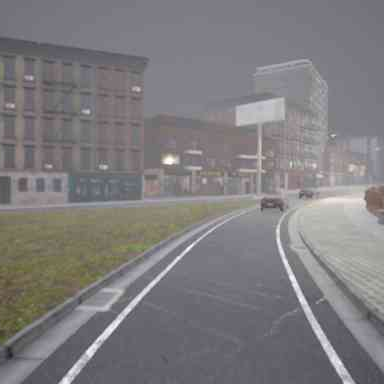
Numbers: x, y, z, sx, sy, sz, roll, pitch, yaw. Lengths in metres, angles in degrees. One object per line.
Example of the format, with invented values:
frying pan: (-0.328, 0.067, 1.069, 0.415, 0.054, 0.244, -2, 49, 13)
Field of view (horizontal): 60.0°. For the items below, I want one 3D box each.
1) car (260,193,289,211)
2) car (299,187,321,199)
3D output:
car: (7.390, 0.781, 29.458, 1.882, 1.535, 5.008, 1, 2, 24)
car: (15.759, 0.139, 44.444, 1.837, 1.490, 4.892, 1, 3, 36)
